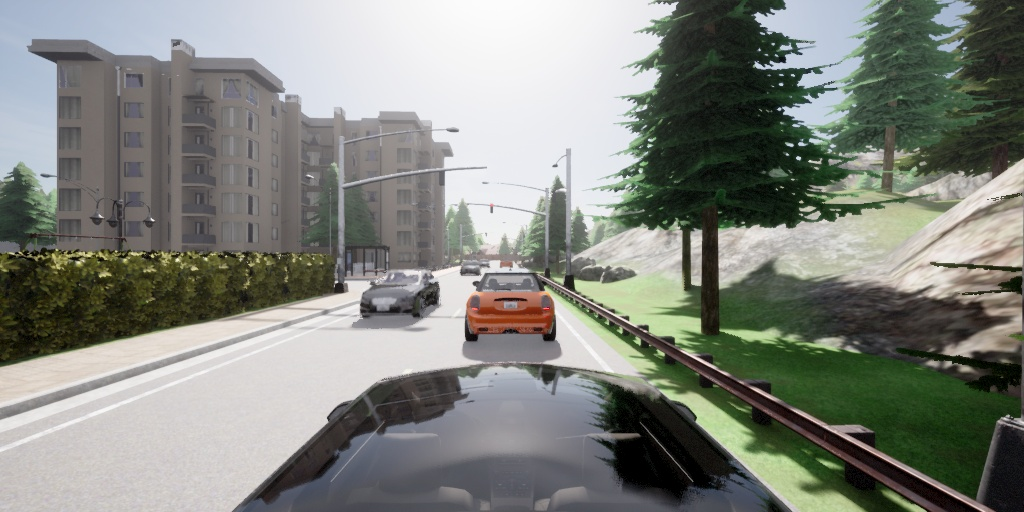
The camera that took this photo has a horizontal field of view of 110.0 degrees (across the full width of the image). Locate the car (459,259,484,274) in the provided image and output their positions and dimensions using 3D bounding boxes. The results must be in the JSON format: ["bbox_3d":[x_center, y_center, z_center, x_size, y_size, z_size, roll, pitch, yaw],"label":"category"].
[{"bbox_3d":[-4.211,1.254,36.624,1.837,1.490,4.892,0,0,-1],"label":"car"}]

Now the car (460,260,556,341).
[{"bbox_3d":[-0.057,1.102,10.012,2.097,1.767,4.553,0,0,-1],"label":"car"}]

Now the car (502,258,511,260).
[{"bbox_3d":[-0.957,1.105,61.171,2.097,1.767,4.553,0,0,-1],"label":"car"}]

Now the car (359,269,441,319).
[{"bbox_3d":[-3.779,1.241,12.851,2.128,1.511,4.902,0,0,-1],"label":"car"}]
